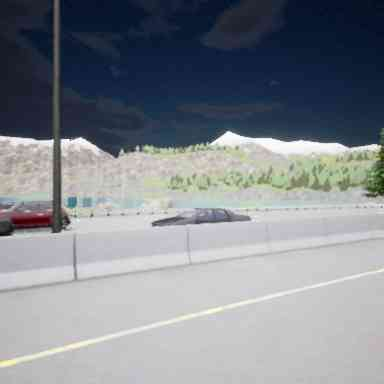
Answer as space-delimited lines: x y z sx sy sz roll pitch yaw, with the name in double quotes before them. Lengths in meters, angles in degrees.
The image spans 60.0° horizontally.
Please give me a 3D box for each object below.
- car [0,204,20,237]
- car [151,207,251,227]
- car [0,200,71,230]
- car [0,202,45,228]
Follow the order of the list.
"car" -10.140 1.451 13.836 4.892 1.490 1.837 0 0 -35
"car" 0.593 1.495 16.765 5.357 1.411 2.033 0 0 -31
"car" -9.280 1.284 18.664 4.553 1.767 2.097 0 0 -34
"car" -12.106 1.427 20.984 4.892 1.490 1.837 0 0 -34
